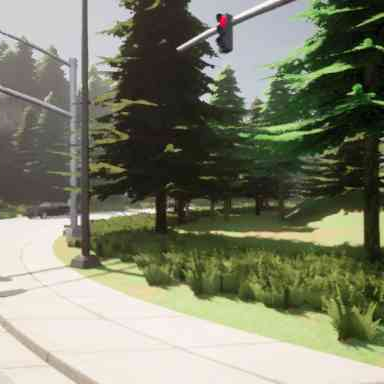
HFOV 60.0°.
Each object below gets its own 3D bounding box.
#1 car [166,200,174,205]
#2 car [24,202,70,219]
[{"bbox_3d":[-2.838,1.750,47.069,1.895,1.301,4.718,0,0,44],"label":"car"},{"bbox_3d":[-13.128,1.621,30.986,1.882,1.535,5.008,0,0,25],"label":"car"}]
